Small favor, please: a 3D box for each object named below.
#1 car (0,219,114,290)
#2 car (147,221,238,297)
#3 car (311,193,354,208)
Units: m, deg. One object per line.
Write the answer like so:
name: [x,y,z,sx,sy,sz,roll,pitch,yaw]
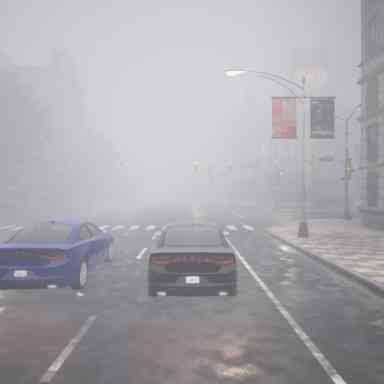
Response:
car: [-3.489,1.478,9.118,1.882,1.535,5.008,0,0,-2]
car: [0.007,1.478,8.651,1.882,1.535,5.008,0,0,0]
car: [19.583,1.221,46.347,5.566,2.045,2.150,0,0,0]
